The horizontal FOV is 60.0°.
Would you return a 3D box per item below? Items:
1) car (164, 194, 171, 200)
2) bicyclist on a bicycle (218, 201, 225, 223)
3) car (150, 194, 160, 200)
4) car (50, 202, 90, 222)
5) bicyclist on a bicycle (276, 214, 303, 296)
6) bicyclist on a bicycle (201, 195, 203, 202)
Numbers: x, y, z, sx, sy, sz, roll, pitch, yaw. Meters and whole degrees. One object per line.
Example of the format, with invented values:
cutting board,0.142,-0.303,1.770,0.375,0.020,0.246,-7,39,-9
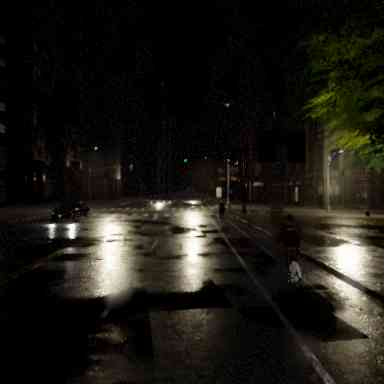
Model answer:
car,-6.450,1.298,87.928,1.837,1.490,4.892,0,0,0
bicyclist on a bicycle,2.266,1.507,25.084,0.582,1.620,1.656,0,-1,0
car,-9.700,1.322,87.930,1.812,1.442,4.674,0,0,0
car,-9.776,1.567,27.082,1.837,1.490,4.892,0,-1,0
bicyclist on a bicycle,2.245,1.383,7.825,0.659,1.776,1.843,0,0,0
bicyclist on a bicycle,2.292,1.534,75.104,0.659,1.776,1.843,0,0,0
